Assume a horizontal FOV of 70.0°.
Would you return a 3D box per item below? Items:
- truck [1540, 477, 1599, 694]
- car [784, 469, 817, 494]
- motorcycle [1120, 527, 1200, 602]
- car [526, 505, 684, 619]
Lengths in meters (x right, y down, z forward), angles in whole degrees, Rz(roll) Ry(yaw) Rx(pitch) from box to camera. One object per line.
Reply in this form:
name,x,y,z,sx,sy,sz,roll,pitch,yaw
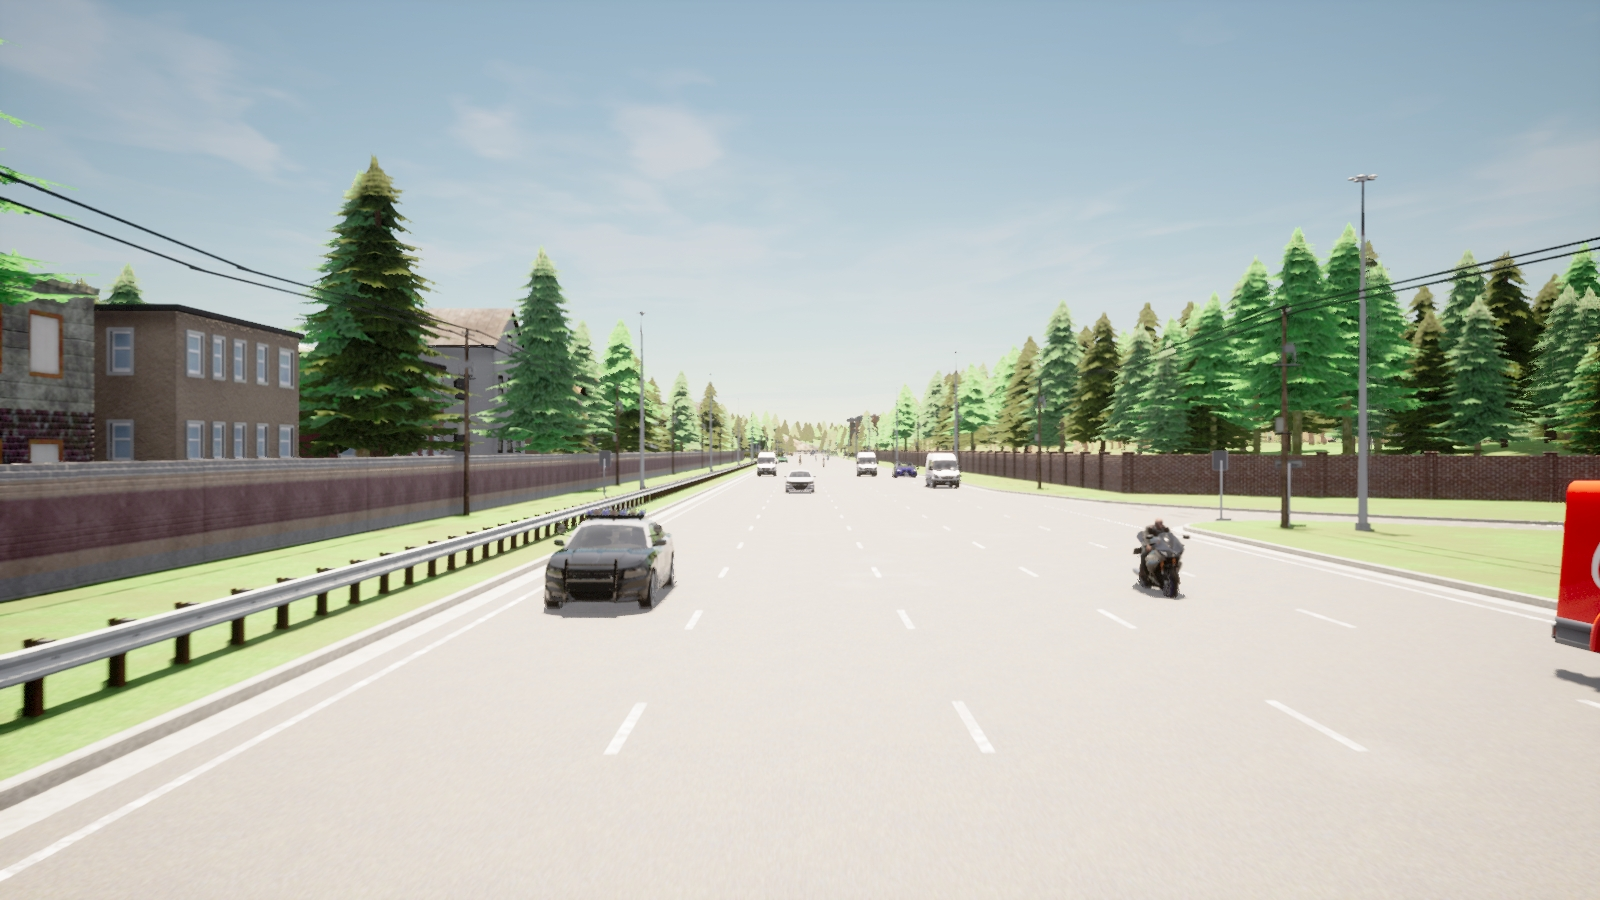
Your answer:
truck,10.501,1.568,11.584,2.627,2.467,5.204,0,0,0
car,0.005,2.034,74.826,2.097,1.535,5.006,0,0,0
motorcycle,7.002,2.205,22.340,0.867,1.251,2.209,0,0,0
car,-3.498,1.982,21.574,2.097,1.638,5.238,0,0,0
